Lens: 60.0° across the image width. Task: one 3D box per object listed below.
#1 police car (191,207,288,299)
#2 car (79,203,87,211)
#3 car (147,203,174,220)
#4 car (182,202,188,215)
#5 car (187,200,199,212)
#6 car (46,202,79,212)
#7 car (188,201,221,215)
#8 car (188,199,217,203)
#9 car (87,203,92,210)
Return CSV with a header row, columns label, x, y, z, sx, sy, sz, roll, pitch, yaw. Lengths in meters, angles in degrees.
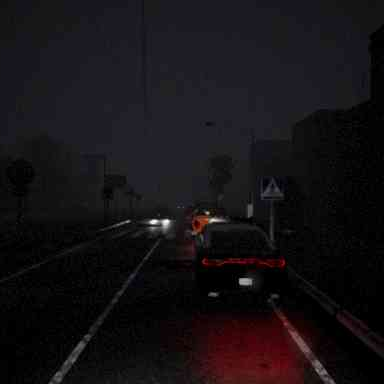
label,x,y,z,sx,sy,sz,roll,pitch,yaw
police car,1.002,1.451,8.743,1.930,1.638,5.238,1,0,0
car,-21.806,2.613,58.534,4.892,1.521,2.231,0,-1,0
car,-3.283,2.166,35.145,1.994,1.385,4.181,0,-1,0
car,0.112,2.361,46.176,2.128,1.511,4.902,0,-1,0
car,0.149,2.427,60.246,2.150,2.045,5.566,0,-1,0
car,-21.822,2.572,55.258,4.674,1.452,2.002,0,-1,0
car,0.995,1.556,18.626,2.097,1.767,4.553,0,-1,0
car,1.009,1.573,24.691,2.150,2.045,5.566,0,-1,0
car,-21.804,2.691,61.806,5.008,1.535,2.097,0,-1,0
